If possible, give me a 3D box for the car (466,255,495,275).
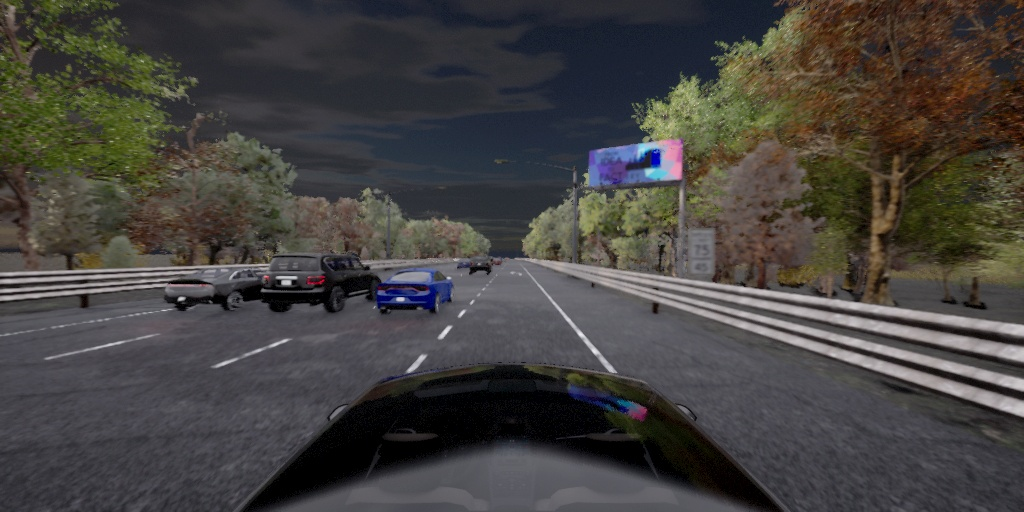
[{"bbox_3d":[-3.338,0.943,39.383,2.150,2.045,5.566,0,0,0],"label":"car"}]

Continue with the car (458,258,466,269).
[{"bbox_3d":[-6.773,1.059,53.347,2.097,1.767,4.553,0,0,0],"label":"car"}]

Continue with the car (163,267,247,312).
[{"bbox_3d":[-10.460,1.165,13.790,2.128,1.511,4.902,0,0,0],"label":"car"}]

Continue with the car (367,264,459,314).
[{"bbox_3d":[-3.463,1.201,13.645,1.882,1.535,5.008,0,0,0],"label":"car"}]

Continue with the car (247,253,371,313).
[{"bbox_3d":[-6.959,0.921,13.758,2.150,2.045,5.566,0,0,0],"label":"car"}]
